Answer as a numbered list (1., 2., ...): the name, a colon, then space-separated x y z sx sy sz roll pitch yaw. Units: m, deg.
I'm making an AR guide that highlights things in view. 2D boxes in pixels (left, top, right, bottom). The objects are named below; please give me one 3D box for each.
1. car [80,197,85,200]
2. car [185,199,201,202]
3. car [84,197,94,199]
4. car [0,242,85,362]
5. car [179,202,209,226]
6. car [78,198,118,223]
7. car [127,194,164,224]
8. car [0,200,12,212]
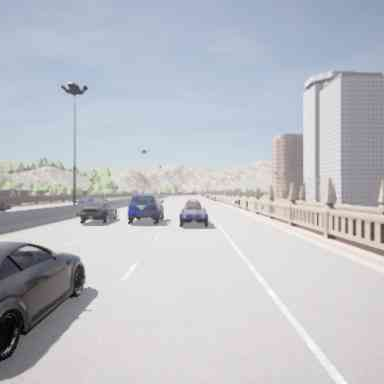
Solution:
1. car: -17.445 1.506 55.614 1.882 1.535 5.008 0 0 0
2. car: 0.139 1.550 40.404 1.994 1.385 4.181 0 0 0
3. car: -13.957 1.542 50.043 2.033 1.411 5.357 0 0 0
4. car: -3.388 1.553 5.832 1.994 1.385 4.181 0 0 0
5. car: 0.122 1.578 23.147 1.895 1.301 4.718 0 0 0
6. car: -6.876 1.480 24.941 1.837 1.490 4.892 0 0 0
7. car: -3.375 1.197 24.941 2.150 2.045 5.566 0 0 0
8. car: -21.011 1.523 34.735 2.033 1.411 5.357 0 0 1
